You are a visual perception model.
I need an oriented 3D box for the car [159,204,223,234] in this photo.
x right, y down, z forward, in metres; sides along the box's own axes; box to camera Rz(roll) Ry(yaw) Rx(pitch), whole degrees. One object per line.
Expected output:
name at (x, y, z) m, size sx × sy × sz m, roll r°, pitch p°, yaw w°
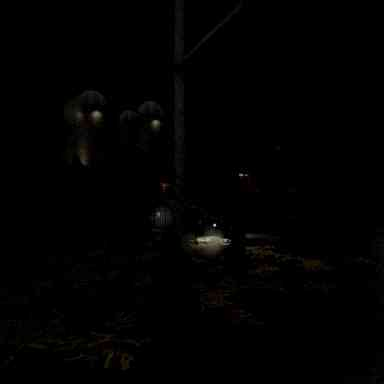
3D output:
car at (-0.199, 1.505, 19.565) m, size 1.837 × 1.490 × 4.892 m, roll 0°, pitch 0°, yaw -35°
